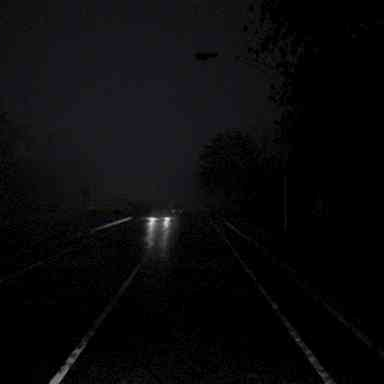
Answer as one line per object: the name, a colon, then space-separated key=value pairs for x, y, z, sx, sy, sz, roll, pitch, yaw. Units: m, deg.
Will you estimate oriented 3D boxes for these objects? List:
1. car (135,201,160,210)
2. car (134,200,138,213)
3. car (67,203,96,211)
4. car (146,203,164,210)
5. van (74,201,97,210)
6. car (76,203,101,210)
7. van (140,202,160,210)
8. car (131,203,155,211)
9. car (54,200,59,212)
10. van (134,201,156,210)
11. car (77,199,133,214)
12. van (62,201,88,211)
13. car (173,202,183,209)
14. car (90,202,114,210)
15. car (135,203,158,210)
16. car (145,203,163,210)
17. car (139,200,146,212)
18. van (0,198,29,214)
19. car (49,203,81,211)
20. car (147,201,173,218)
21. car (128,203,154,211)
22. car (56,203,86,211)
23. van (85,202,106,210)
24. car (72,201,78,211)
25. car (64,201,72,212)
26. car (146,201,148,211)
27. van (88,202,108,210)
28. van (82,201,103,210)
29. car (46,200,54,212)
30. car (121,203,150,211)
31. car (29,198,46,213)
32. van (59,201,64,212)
car: x=-10.291 y=3.171 z=77.826 sx=5.566 sy=2.045 sz=2.435 roll=0 pitch=-3 yaw=0
car: x=-10.309 y=2.126 z=44.547 sx=5.008 sy=1.535 sz=2.097 roll=0 pitch=-2 yaw=0
car: x=-23.167 y=3.088 z=69.696 sx=5.366 sy=1.575 sz=1.946 roll=0 pitch=-2 yaw=0
car: x=-10.214 y=4.058 z=91.679 sx=4.553 sy=1.767 sz=2.185 roll=0 pitch=-3 yaw=0
van: x=-23.232 y=2.973 z=72.471 sx=4.442 sy=1.987 sz=1.878 roll=0 pitch=-2 yaw=0
car: x=-23.350 y=3.306 z=75.230 sx=5.008 sy=1.535 sz=2.097 roll=0 pitch=-2 yaw=0
van: x=-10.142 y=3.349 z=80.596 sx=4.442 sy=1.987 sz=1.878 roll=0 pitch=-3 yaw=0
car: x=-10.275 y=3.125 z=69.509 sx=4.674 sy=1.452 sz=2.002 roll=0 pitch=-2 yaw=0
car: x=-23.369 y=2.340 z=50.317 sx=4.892 sy=1.521 sz=2.231 roll=0 pitch=-2 yaw=0
van: x=-10.152 y=2.967 z=72.293 sx=4.442 sy=1.987 sz=1.878 roll=0 pitch=-2 yaw=0
car: x=-10.124 y=1.947 z=39.009 sx=5.366 sy=1.575 sz=1.946 roll=0 pitch=-2 yaw=0
van: x=-23.472 y=2.758 z=66.936 sx=4.442 sy=1.987 sz=1.878 roll=0 pitch=-2 yaw=0
car: x=-3.201 y=3.126 z=75.869 sx=1.837 sy=1.490 sz=4.892 roll=0 pitch=-3 yaw=0
car: x=-23.304 y=3.628 z=86.165 sx=5.566 sy=2.045 sz=2.435 roll=0 pitch=-3 yaw=0
car: x=-10.295 y=3.330 z=75.063 sx=4.792 sy=1.488 sz=2.163 roll=0 pitch=-3 yaw=0
car: x=-10.217 y=3.906 z=88.907 sx=4.553 sy=1.767 sz=2.185 roll=0 pitch=-3 yaw=0
car: x=-10.268 y=2.080 z=50.101 sx=5.566 sy=2.045 sz=2.435 roll=0 pitch=-2 yaw=0
van: x=-23.503 y=1.811 z=41.903 sx=4.442 sy=1.987 sz=1.878 roll=0 pitch=-2 yaw=0
car: x=-23.357 y=2.769 z=61.391 sx=5.008 sy=1.535 sz=2.097 roll=0 pitch=-2 yaw=0
car: x=-3.322 y=1.924 z=35.442 sx=1.812 sy=1.442 sz=4.674 roll=0 pitch=-1 yaw=0
car: x=-10.246 y=3.007 z=66.734 sx=4.792 sy=1.488 sz=2.163 roll=0 pitch=-2 yaw=0
car: x=-23.353 y=2.877 z=64.159 sx=4.892 sy=1.521 sz=2.231 roll=0 pitch=-2 yaw=0
van: x=-23.455 y=3.357 z=80.757 sx=4.442 sy=1.987 sz=1.878 roll=0 pitch=-3 yaw=0
car: x=-23.360 y=2.656 z=58.497 sx=5.008 sy=1.535 sz=2.097 roll=0 pitch=-2 yaw=0
car: x=-23.337 y=2.428 z=55.858 sx=4.553 sy=1.767 sz=2.185 roll=0 pitch=-2 yaw=0
car: x=-10.292 y=2.587 z=55.638 sx=4.674 sy=1.452 sz=2.002 roll=0 pitch=-2 yaw=0
van: x=-23.452 y=3.502 z=83.398 sx=4.442 sy=1.987 sz=1.878 roll=0 pitch=-3 yaw=0
van: x=-23.226 y=3.197 z=77.858 sx=4.442 sy=1.987 sz=1.878 roll=0 pitch=-3 yaw=0
car: x=-23.194 y=2.230 z=47.552 sx=5.366 sy=1.575 sz=1.946 roll=0 pitch=-2 yaw=0
car: x=-10.288 y=2.762 z=61.188 sx=5.008 sy=1.535 sz=2.097 roll=0 pitch=-2 yaw=0
car: x=-23.410 y=1.881 z=44.794 sx=5.566 sy=2.045 sz=2.435 roll=0 pitch=-2 yaw=0
van: x=-23.489 y=2.221 z=53.095 sx=4.442 sy=1.987 sz=1.878 roll=0 pitch=-2 yaw=0
